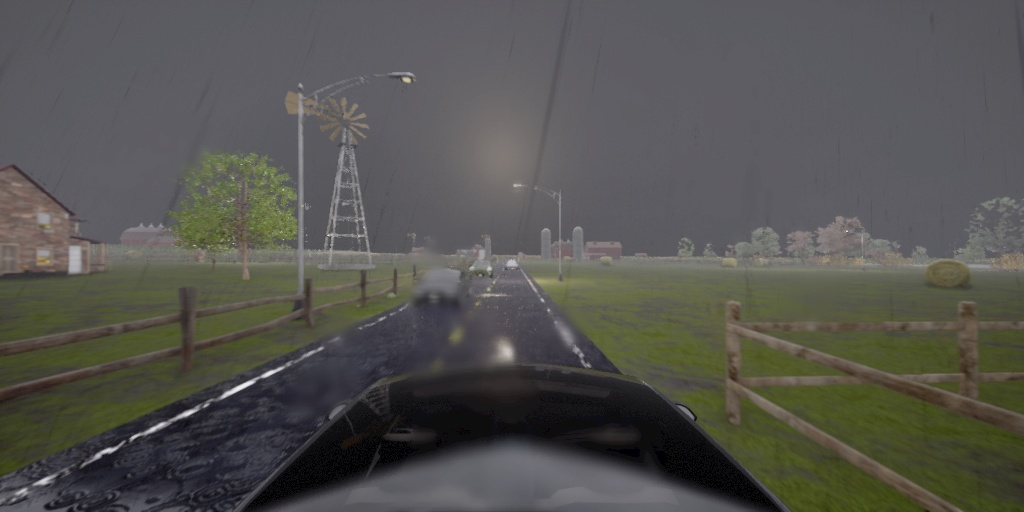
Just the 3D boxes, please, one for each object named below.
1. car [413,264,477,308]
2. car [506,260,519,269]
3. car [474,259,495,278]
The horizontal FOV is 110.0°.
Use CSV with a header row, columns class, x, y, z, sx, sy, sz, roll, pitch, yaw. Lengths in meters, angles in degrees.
class,x,y,z,sx,sy,sz,roll,pitch,yaw
car,-2.799,1.259,15.389,1.837,1.490,4.892,0,0,1
car,-0.007,1.283,55.312,1.812,1.442,4.674,0,0,0
car,-2.760,1.105,33.576,2.097,1.767,4.553,0,0,0
